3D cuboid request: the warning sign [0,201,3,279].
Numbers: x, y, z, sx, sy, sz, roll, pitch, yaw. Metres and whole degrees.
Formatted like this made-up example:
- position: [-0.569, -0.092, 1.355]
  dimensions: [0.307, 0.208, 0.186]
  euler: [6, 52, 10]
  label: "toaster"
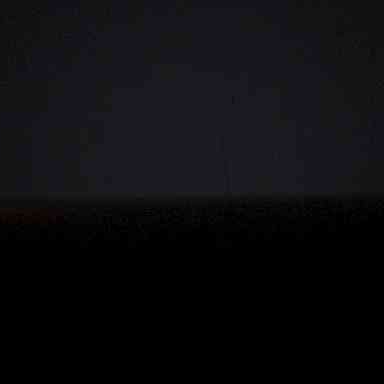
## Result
- position: [-5.309, 1.143, 7.695]
  dimensions: [1.060, 1.860, 1.300]
  euler: [-1, 0, 35]
  label: "warning sign"
